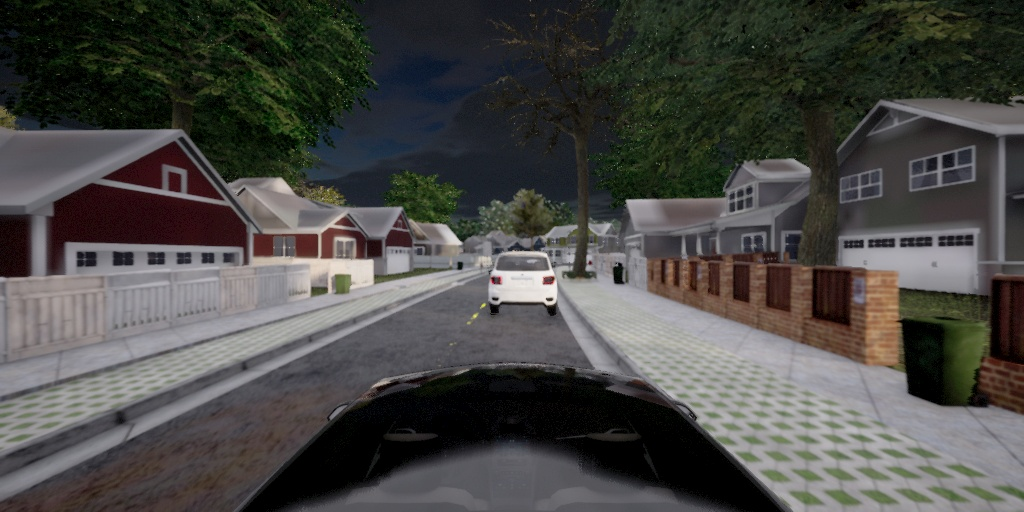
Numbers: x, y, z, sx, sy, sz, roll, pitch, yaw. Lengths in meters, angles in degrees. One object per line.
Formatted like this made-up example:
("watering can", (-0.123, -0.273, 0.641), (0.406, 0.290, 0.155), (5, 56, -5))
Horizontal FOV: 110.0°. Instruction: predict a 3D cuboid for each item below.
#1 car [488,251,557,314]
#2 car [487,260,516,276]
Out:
("car", (0.433, 0.845, 13.179), (2.150, 2.045, 5.566), (0, 1, 3))
("car", (-0.893, 1.023, 32.204), (1.895, 1.301, 4.718), (0, 1, 7))
